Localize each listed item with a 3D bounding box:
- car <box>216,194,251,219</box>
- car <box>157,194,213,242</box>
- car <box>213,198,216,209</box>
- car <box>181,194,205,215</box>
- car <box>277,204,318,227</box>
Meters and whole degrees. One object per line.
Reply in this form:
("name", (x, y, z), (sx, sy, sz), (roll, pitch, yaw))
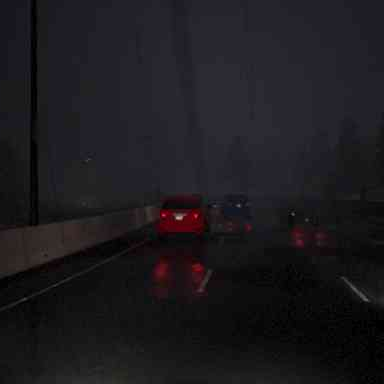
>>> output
("car", (3.719, 1.219, 29.381), (2.150, 2.045, 5.566), (0, 0, -1))
("car", (-0.259, 1.217, 16.667), (2.150, 2.045, 5.566), (0, -1, 6))
("car", (2.529, 1.505, 42.981), (1.837, 1.490, 4.892), (0, 0, -8))
("car", (-0.023, 1.223, 34.886), (2.150, 2.045, 5.566), (0, 0, -4))
("car", (7.118, 1.526, 22.588), (1.812, 1.442, 4.674), (0, 0, 2))
